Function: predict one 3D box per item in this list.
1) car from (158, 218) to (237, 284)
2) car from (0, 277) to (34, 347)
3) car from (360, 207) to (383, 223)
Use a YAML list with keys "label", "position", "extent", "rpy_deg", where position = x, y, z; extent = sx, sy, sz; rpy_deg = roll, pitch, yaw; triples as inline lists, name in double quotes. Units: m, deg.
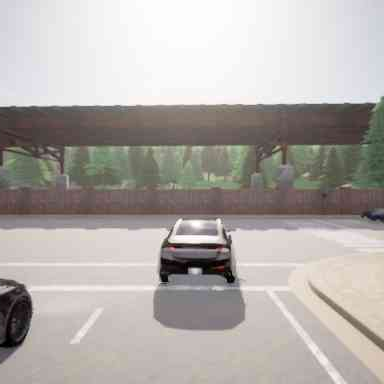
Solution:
- label: "car"
  position: [0.246, 1.480, 9.543]
  extent: [2.128, 1.511, 4.902]
  rpy_deg: [0, 0, 4]
- label: "car"
  position: [-3.399, 1.522, 3.327]
  extent: [1.812, 1.442, 4.674]
  rpy_deg: [0, 0, 0]
- label: "car"
  position: [15.630, 1.519, 24.855]
  extent: [5.357, 1.411, 2.033]
  rpy_deg: [0, 0, 1]
